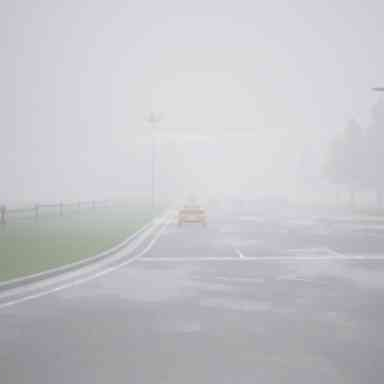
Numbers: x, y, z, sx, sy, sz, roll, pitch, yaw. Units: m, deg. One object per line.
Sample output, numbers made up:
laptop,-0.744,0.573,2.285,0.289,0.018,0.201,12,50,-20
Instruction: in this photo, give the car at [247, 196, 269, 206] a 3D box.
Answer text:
car,10.484,1.511,53.380,1.812,1.442,4.674,0,0,0

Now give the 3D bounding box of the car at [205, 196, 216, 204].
car,3.481,1.508,63.651,1.812,1.442,4.674,0,0,0

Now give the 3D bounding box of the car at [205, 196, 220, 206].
car,3.484,1.549,53.822,1.994,1.385,4.181,0,0,0

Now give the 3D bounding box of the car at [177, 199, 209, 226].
car,-0.007,1.471,23.418,1.882,1.535,5.008,0,0,0

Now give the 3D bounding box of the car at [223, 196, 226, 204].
car,6.981,1.474,63.652,2.128,1.511,4.902,0,0,0

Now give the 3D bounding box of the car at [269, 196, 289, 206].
car,13.984,1.533,53.114,2.033,1.411,5.357,0,0,0

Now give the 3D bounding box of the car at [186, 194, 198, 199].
car,-0.016,1.490,53.249,1.837,1.490,4.892,0,0,0

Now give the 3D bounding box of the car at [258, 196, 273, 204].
car,13.981,1.484,63.653,1.837,1.490,4.892,0,0,0

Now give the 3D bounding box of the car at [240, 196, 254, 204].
car,10.481,1.508,63.652,1.812,1.442,4.674,0,0,0

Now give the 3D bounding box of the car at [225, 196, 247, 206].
car,6.984,1.533,53.187,2.033,1.411,5.357,0,0,0
